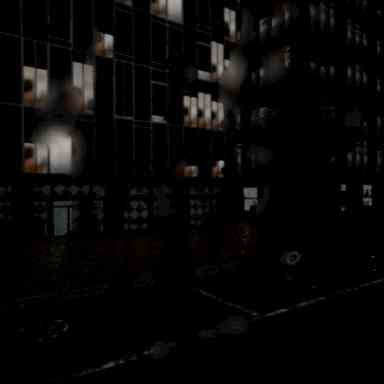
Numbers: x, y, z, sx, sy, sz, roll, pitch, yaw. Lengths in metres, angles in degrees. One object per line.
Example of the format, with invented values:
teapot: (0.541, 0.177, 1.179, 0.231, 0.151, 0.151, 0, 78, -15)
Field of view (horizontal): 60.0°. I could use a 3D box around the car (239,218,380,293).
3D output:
car: (3.144, 1.456, 8.807, 4.097, 1.590, 1.967, 0, -1, -35)
